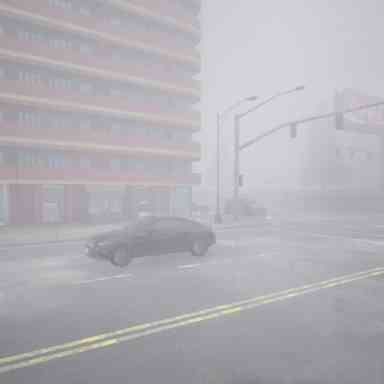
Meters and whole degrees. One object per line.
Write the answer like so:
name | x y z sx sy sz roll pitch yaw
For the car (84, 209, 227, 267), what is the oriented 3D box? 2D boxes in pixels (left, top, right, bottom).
car | -1.288 1.526 11.517 4.674 1.442 1.812 0 0 -33

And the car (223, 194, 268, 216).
car | 5.203 1.352 32.370 2.097 1.767 4.553 0 0 -34

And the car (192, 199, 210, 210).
car | 0.223 1.526 39.793 1.812 1.442 4.674 0 0 -34
